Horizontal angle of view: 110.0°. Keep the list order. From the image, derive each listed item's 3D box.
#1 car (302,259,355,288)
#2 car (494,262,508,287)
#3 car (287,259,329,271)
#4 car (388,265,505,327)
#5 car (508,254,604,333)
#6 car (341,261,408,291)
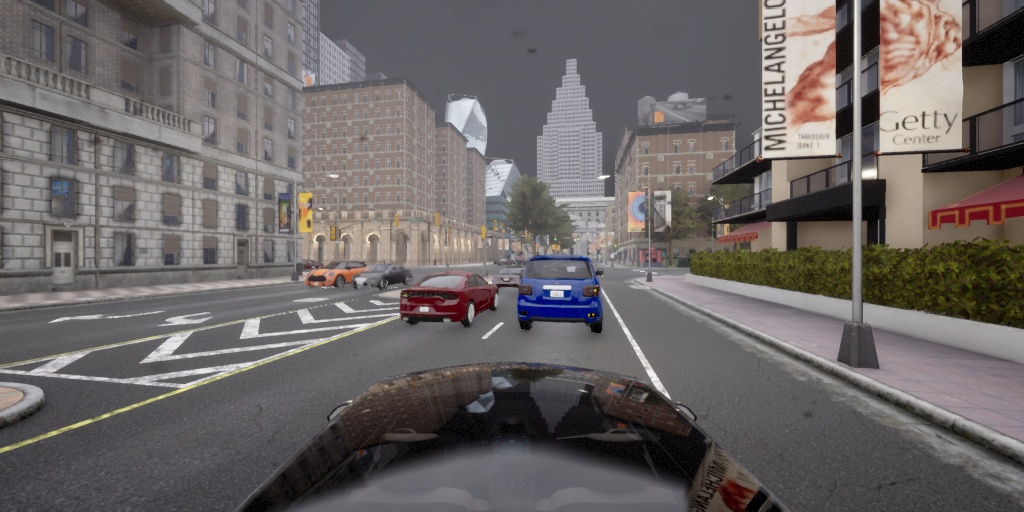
[{"bbox_3d":[-11.297,1.101,23.671,2.097,1.767,4.553,0,0,12],"label":"car"},{"bbox_3d":[0.180,1.298,21.751,2.033,1.411,5.357,0,0,11],"label":"car"},{"bbox_3d":[-28.636,1.227,50.358,5.008,1.535,1.882,0,0,11],"label":"car"},{"bbox_3d":[-1.791,1.228,11.724,1.882,1.535,5.008,0,0,11],"label":"car"},{"bbox_3d":[1.589,0.972,10.978,2.150,2.045,5.566,0,0,12],"label":"car"},{"bbox_3d":[-7.986,1.242,22.388,2.128,1.511,4.902,0,0,12],"label":"car"}]
